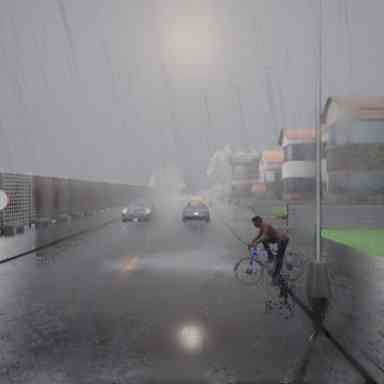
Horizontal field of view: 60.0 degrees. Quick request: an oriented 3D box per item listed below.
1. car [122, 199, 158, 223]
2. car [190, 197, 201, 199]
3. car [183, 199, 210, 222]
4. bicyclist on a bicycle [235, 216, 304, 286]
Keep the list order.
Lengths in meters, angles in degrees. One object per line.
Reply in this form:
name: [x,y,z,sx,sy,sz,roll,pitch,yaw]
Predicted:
car: [-3.800,1.308,24.852,2.097,1.767,4.553,0,0,1]
car: [0.493,1.400,44.780,1.882,1.535,5.008,0,0,1]
car: [0.320,1.520,25.583,1.994,1.385,4.181,0,0,1]
bicyclist on a bicycle: [1.781,1.375,7.886,1.656,1.620,0.582,-6,0,1]
